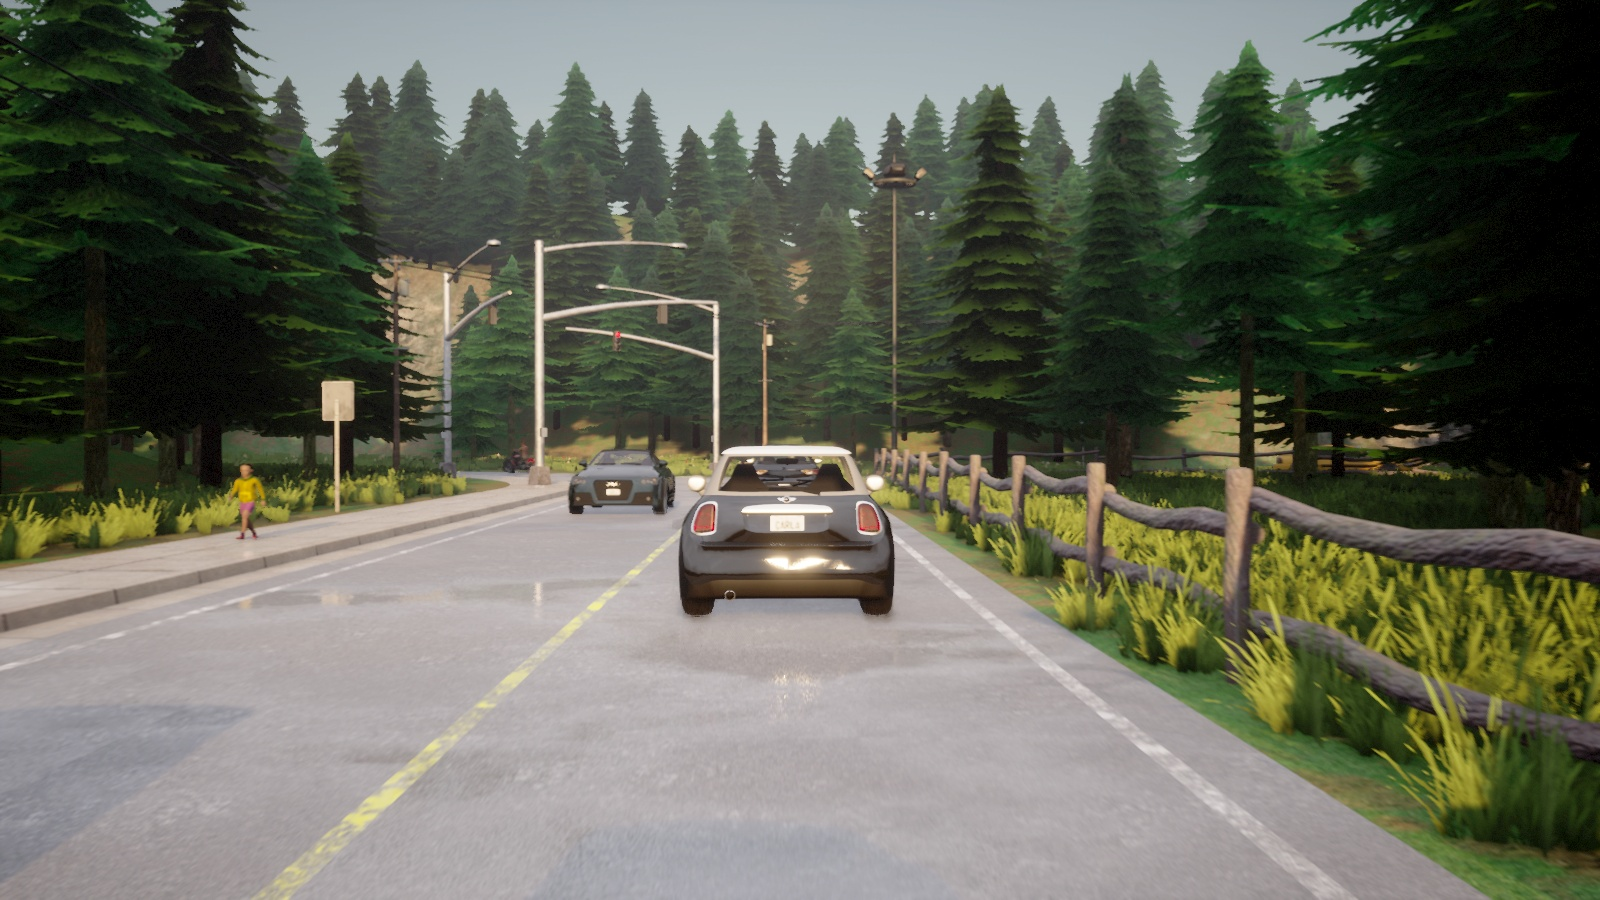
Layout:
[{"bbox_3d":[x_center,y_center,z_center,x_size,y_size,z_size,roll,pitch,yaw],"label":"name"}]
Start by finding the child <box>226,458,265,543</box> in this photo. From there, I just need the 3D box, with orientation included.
[{"bbox_3d":[-7.715,0.694,17.483,0.299,1.160,0.473,0,0,5],"label":"child"}]

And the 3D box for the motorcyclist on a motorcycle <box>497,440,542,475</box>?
[{"bbox_3d":[-13.664,0.353,61.131,2.350,1.649,0.766,0,1,37],"label":"motorcyclist on a motorcycle"}]

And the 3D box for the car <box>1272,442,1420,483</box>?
[{"bbox_3d":[21.828,0.452,50.302,5.366,1.575,1.801,0,0,25],"label":"car"}]

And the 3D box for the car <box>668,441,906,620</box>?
[{"bbox_3d":[-0.136,0.651,12.271,1.970,1.475,3.806,0,0,-1],"label":"car"}]

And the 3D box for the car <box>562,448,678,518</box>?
[{"bbox_3d":[-3.833,0.662,27.447,1.994,1.385,4.181,0,0,-1],"label":"car"}]
